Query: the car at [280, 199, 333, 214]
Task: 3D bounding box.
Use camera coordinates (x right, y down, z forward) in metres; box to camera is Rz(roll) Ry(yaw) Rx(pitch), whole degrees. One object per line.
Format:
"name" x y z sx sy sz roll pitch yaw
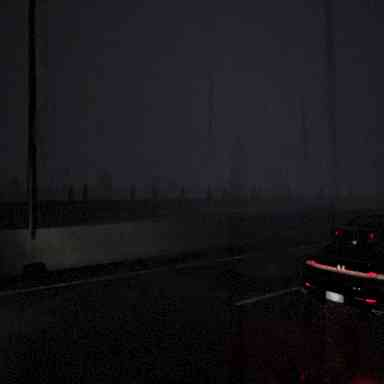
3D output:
"car" 9.429 1.512 27.857 4.674 1.442 1.812 0 0 -35

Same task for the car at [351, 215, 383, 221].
"car" 7.854 1.593 13.650 4.718 1.301 1.895 0 0 -36

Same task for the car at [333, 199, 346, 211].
"car" 14.344 1.487 35.415 4.892 1.490 1.837 0 0 -33

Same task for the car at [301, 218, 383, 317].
"car" 4.288 1.487 6.806 4.902 1.511 2.128 0 0 -36
